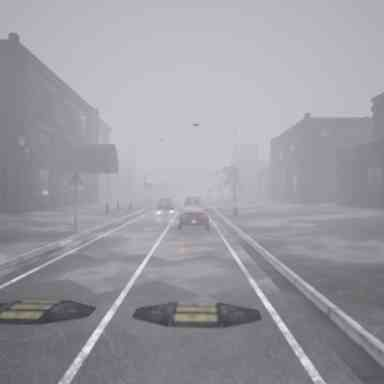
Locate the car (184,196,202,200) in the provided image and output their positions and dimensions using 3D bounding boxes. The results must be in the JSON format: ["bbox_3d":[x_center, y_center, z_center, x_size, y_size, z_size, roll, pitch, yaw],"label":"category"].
[{"bbox_3d":[0.103,1.219,38.841,2.097,1.767,4.553,0,0,0],"label":"car"}]

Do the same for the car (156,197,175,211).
[{"bbox_3d":[-3.086,1.367,39.484,1.837,1.490,4.892,0,0,0],"label":"car"}]

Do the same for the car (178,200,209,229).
[{"bbox_3d":[0.103,1.478,21.031,1.812,1.442,4.674,0,0,0],"label":"car"}]
